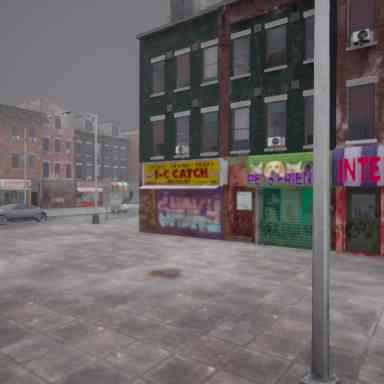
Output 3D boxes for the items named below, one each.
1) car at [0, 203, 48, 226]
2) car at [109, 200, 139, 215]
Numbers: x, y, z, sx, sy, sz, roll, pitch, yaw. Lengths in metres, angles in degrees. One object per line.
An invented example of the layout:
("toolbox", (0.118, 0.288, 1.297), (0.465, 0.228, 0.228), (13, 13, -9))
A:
("car", (-12.338, 1.489, 23.183), (1.994, 1.385, 4.181), (0, 0, 35))
("car", (-5.723, 1.466, 32.471), (1.895, 1.301, 4.718), (0, 0, 36))
